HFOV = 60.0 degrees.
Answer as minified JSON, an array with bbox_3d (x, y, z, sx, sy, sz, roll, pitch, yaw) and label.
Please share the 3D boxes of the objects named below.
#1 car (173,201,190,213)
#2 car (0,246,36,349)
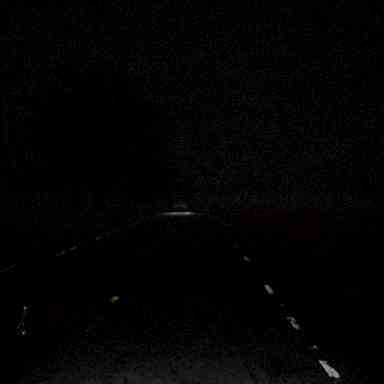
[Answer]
[{"bbox_3d":[-1.405,1.953,44.696,1.812,1.442,4.674,0,-1,5],"label":"car"},{"bbox_3d":[-3.542,1.383,3.387,2.097,1.767,4.553,0,-1,1],"label":"car"}]
